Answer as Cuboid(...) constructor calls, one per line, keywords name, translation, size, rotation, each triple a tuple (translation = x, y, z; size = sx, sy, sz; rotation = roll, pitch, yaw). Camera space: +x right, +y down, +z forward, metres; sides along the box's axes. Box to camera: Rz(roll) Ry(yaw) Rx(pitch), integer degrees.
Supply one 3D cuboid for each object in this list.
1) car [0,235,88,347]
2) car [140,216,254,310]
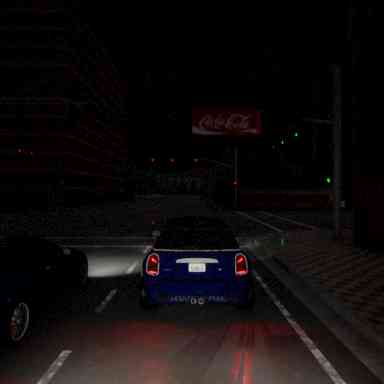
Cuboid(name="car", translation=(-3.420, 1.525, 6.181), size=(1.812, 1.442, 4.674), rotation=(0, 0, 0))
Cuboid(name="car", translation=(0.085, 1.351, 7.977), size=(2.097, 1.767, 4.553), rotation=(0, 0, 0))
